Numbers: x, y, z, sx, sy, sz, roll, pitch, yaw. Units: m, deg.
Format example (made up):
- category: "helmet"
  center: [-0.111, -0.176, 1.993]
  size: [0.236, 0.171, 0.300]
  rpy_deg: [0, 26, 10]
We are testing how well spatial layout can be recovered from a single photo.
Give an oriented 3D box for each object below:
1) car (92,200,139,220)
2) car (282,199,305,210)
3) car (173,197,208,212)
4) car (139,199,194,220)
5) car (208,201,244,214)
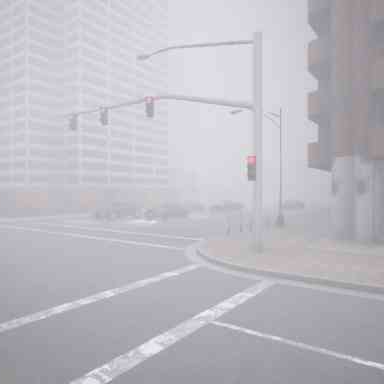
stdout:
- category: "car"
  center: [-6.192, 1.505, 28.138]
  size: [1.837, 1.490, 4.892]
  rpy_deg: [0, 0, 35]
- category: "car"
  center: [13.209, 1.564, 43.283]
  size: [1.994, 1.385, 4.181]
  rpy_deg: [0, 0, 35]
- category: "car"
  center: [-0.474, 1.564, 36.265]
  size: [1.994, 1.385, 4.181]
  rpy_deg: [0, 0, 35]
- category: "car"
  center: [-2.082, 1.564, 27.899]
  size: [1.994, 1.385, 4.181]
  rpy_deg: [0, 0, 35]
- category: "car"
  center: [3.788, 1.601, 36.235]
  size: [1.895, 1.301, 4.718]
  rpy_deg: [0, 0, 35]
